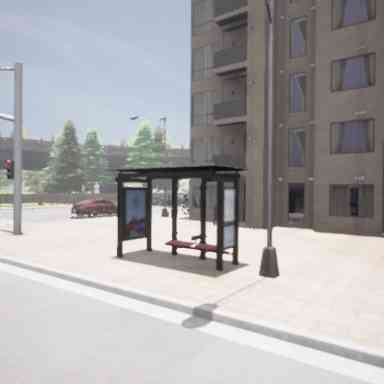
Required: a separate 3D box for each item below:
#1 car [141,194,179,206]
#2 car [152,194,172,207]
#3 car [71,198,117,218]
[{"bbox_3d":[-4.454,1.096,46.521,4.902,1.511,2.128,0,0,-41],"label":"car"},{"bbox_3d":[-3.533,1.142,42.686,4.892,1.490,1.837,0,0,-44],"label":"car"},{"bbox_3d":[-7.356,1.233,26.543,1.812,1.442,4.674,1,0,36],"label":"car"}]
